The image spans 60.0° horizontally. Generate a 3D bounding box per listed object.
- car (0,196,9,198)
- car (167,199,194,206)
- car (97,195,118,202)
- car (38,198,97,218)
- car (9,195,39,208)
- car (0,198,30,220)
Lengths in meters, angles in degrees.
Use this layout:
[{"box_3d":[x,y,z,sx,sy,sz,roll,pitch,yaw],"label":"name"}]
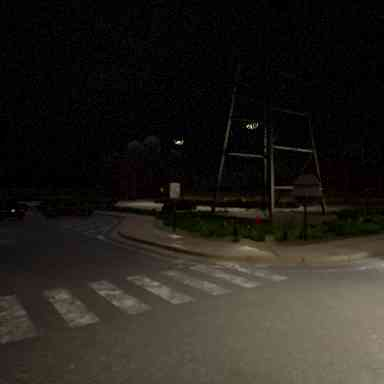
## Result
[{"box_3d":[-33.778,1.480,59.779,4.611,1.667,2.242,0,0,-36],"label":"car"},{"box_3d":[-1.386,1.518,38.259,3.905,1.438,1.784,0,0,-36],"label":"car"},{"box_3d":[-14.805,1.308,56.294,4.605,1.855,1.932,0,0,-36],"label":"car"},{"box_3d":[-11.064,1.505,29.699,4.193,1.474,1.816,0,0,-36],"label":"car"},{"box_3d":[-19.484,1.312,40.244,3.866,1.878,1.905,0,0,-36],"label":"car"},{"box_3d":[-15.748,1.547,28.503,2.033,1.411,5.357,0,0,-37],"label":"car"}]
